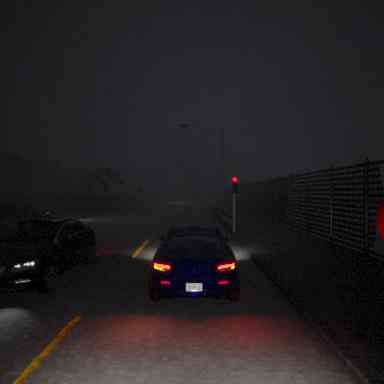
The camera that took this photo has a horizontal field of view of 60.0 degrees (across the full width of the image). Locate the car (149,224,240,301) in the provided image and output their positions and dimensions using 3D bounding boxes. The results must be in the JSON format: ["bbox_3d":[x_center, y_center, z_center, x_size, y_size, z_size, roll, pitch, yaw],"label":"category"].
[{"bbox_3d":[0.061,1.526,8.210,1.812,1.442,4.674,0,0,1],"label":"car"}]

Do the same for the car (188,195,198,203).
[{"bbox_3d":[0.162,1.504,69.366,1.837,1.490,4.892,0,0,0],"label":"car"}]

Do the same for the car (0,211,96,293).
[{"bbox_3d":[-4.039,1.491,8.977,2.128,1.511,4.902,0,0,1],"label":"car"}]

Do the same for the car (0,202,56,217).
[{"bbox_3d":[-13.830,1.547,26.982,5.357,1.411,2.033,0,0,1],"label":"car"}]
